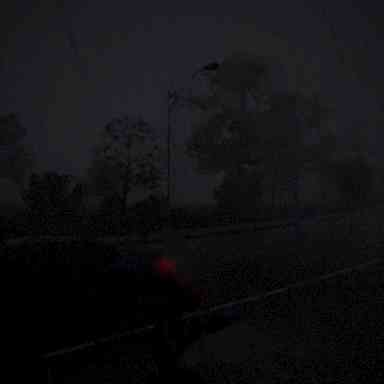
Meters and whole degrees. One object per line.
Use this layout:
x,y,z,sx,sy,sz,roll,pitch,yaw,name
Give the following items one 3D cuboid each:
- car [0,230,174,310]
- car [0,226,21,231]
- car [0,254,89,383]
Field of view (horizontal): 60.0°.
-2.946,1.562,6.265,5.357,1.411,2.033,0,0,-36,car
-5.595,1.622,8.677,4.718,1.301,1.895,0,0,-36,car
-3.257,1.498,1.545,4.902,1.511,2.128,0,0,-35,car
